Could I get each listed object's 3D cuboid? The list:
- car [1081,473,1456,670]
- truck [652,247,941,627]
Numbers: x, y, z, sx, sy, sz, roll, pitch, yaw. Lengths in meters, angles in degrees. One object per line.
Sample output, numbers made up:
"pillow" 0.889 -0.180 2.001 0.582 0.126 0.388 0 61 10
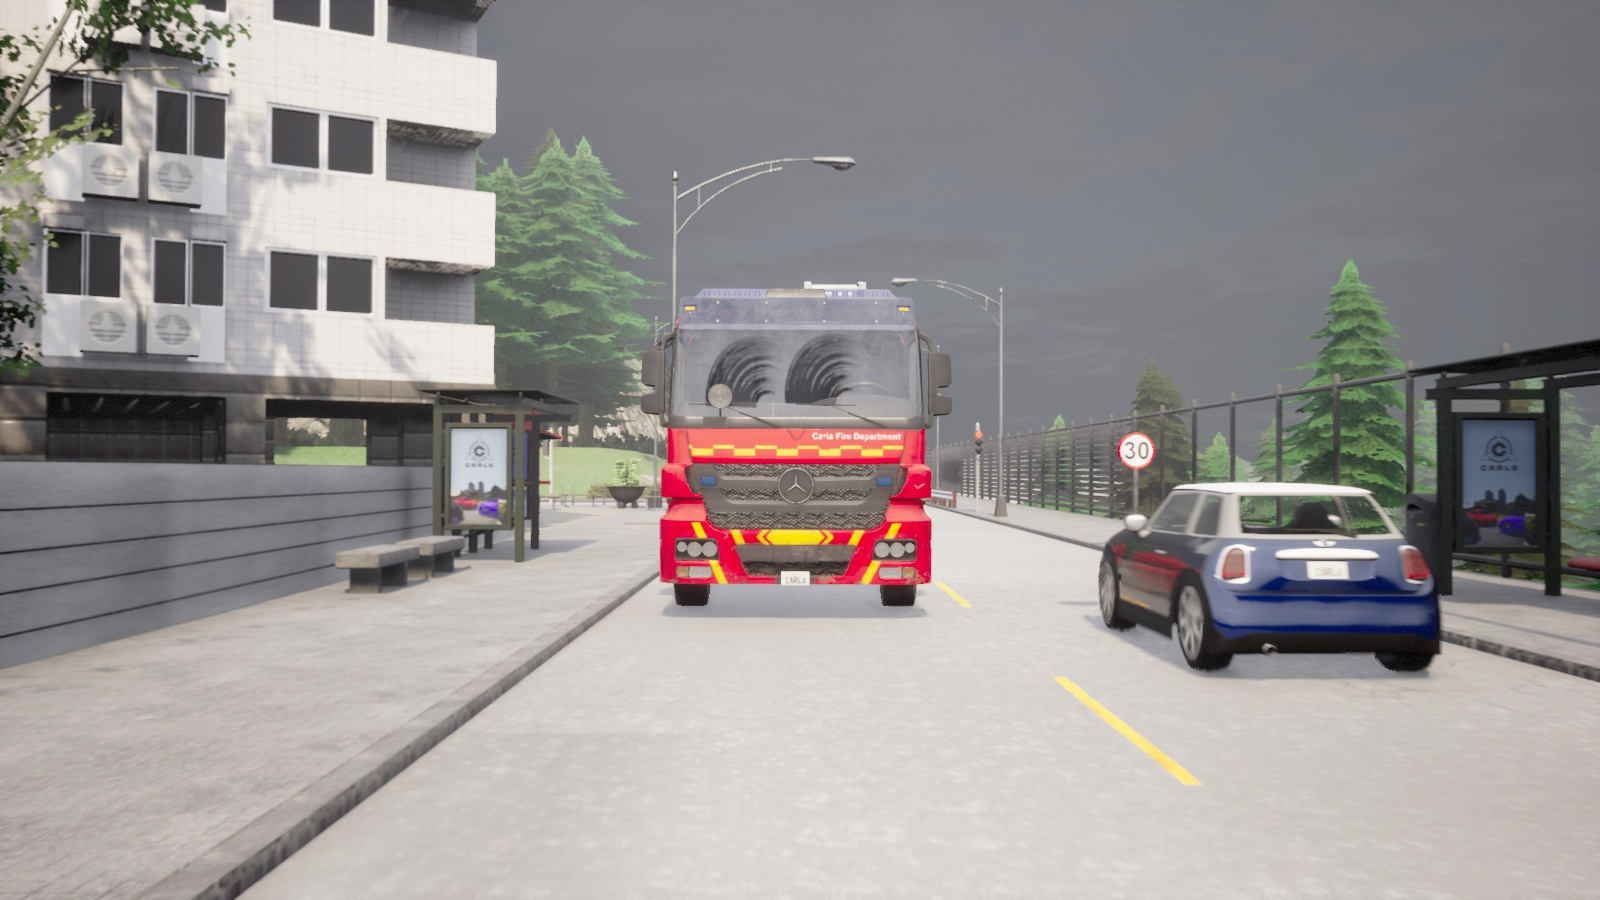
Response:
"car" 3.969 0.955 11.411 1.970 1.475 3.806 0 -1 0
"truck" -0.049 -0.067 16.897 2.891 3.827 8.468 0 -1 0
